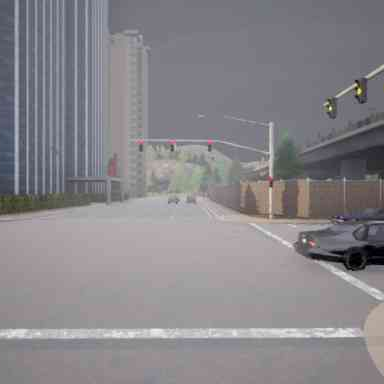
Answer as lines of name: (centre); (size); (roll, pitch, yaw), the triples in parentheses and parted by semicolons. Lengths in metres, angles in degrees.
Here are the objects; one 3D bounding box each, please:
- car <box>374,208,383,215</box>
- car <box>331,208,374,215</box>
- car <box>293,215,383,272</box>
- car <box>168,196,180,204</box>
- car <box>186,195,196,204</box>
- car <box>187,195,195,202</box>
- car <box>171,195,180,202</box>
car: (10.543, 1.407, 13.848); (4.553, 1.767, 2.097); (0, 0, 0)
car: (11.344, 1.655, 21.092); (4.718, 1.301, 1.895); (0, 0, 1)
car: (5.982, 1.588, 10.328); (5.357, 1.411, 2.033); (1, 0, 0)
car: (-3.640, 1.543, 63.510); (2.033, 1.411, 5.357); (0, 0, 0)
car: (-0.140, 1.543, 63.517); (2.033, 1.411, 5.357); (0, 0, 0)
car: (-0.163, 1.380, 73.919); (1.812, 1.442, 4.674); (0, 0, 0)
car: (-3.663, 1.451, 73.941); (1.895, 1.301, 4.718); (0, 0, 0)
